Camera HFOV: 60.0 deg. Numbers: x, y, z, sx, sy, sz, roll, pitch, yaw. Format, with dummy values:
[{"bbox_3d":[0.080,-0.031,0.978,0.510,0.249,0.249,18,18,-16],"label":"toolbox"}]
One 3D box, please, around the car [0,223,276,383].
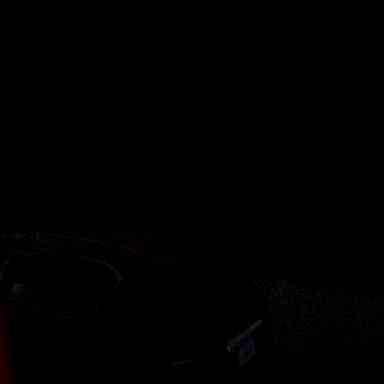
[{"bbox_3d":[-1.528,1.309,3.941,5.009,1.841,2.192,0,0,35],"label":"car"}]
